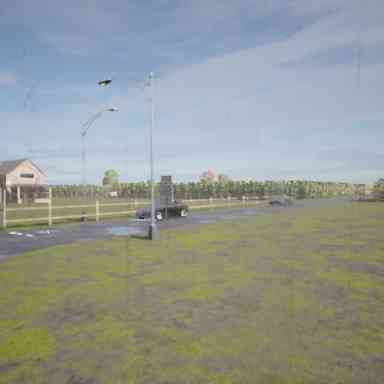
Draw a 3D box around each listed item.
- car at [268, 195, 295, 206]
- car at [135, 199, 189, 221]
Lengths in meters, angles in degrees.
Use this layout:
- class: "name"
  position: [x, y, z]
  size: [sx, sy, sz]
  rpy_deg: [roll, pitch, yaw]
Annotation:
- class: "car"
  position: [12.165, 1.141, 44.701]
  size: [2.033, 1.411, 5.357]
  rpy_deg: [0, 0, 37]
- class: "car"
  position: [-2.204, 1.312, 25.431]
  size: [1.837, 1.490, 4.892]
  rpy_deg: [0, 0, 37]
